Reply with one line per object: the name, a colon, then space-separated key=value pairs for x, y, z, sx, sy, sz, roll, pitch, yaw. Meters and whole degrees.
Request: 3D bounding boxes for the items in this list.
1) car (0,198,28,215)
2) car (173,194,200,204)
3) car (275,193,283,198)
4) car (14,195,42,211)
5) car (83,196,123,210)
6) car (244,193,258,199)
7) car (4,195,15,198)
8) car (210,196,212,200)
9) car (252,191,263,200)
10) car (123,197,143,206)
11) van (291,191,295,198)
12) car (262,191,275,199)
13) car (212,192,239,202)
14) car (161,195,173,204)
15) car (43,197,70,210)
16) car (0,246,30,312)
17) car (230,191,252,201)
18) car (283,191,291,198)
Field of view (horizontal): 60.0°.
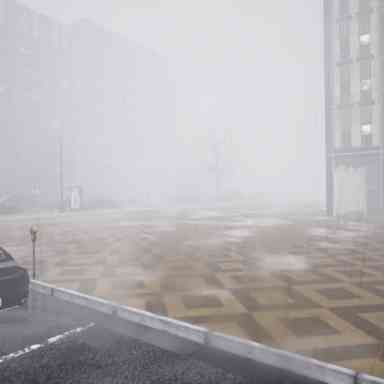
car: x=-16.694 y=1.413 z=28.298 sx=1.802 sy=1.307 sz=4.206 roll=-1 pitch=0 yaw=36
car: x=-0.493 y=1.062 z=50.688 sx=1.967 sy=1.590 sz=4.097 roll=-1 pitch=0 yaw=36
car: x=18.951 y=0.939 z=77.555 sx=2.008 sy=1.369 sz=4.403 roll=-1 pitch=0 yaw=36
car: x=-20.244 y=1.228 z=37.690 sx=2.192 sy=1.841 sz=5.009 roll=-1 pitch=0 yaw=36
car: x=-10.214 y=1.186 z=37.254 sx=1.967 sy=1.590 sz=4.097 roll=-1 pitch=0 yaw=36
car: x=15.405 y=1.041 z=86.947 sx=1.947 sy=1.339 sz=4.313 roll=-1 pitch=0 yaw=36
car: x=-20.654 y=1.385 z=32.699 sx=1.882 sy=1.535 sz=5.008 roll=-1 pitch=0 yaw=37
car: x=5.682 y=1.029 z=73.513 sx=1.967 sy=1.590 sz=4.097 roll=-1 pitch=0 yaw=36
car: x=12.471 y=1.047 z=68.599 sx=1.802 sy=1.307 sz=4.206 roll=-1 pitch=0 yaw=36
car: x=-9.383 y=1.362 z=48.278 sx=1.895 sy=1.301 sz=4.718 roll=-1 pitch=0 yaw=36
van: x=25.431 y=0.655 z=86.511 sx=1.690 sy=1.788 sz=3.998 roll=-1 pitch=0 yaw=36
car: x=15.708 y=0.741 z=73.077 sx=2.192 sy=1.841 sz=5.009 roll=-1 pitch=0 yaw=36
car: x=5.989 y=1.093 z=59.644 sx=2.008 sy=1.369 sz=4.403 roll=-1 pitch=0 yaw=36
car: x=-3.213 y=1.175 z=56.718 sx=2.128 sy=1.511 sz=4.902 roll=-1 pitch=0 yaw=37
car: x=-15.091 y=1.360 z=40.395 sx=1.812 sy=1.442 sz=4.674 roll=-1 pitch=0 yaw=36
car: x=-4.926 y=1.553 z=6.558 sx=4.403 sy=1.369 sz=2.008 roll=0 pitch=-1 yaw=35
car: x=9.230 y=1.048 z=64.122 sx=1.887 sy=1.381 sz=4.507 roll=-1 pitch=0 yaw=36
car: x=22.193 y=0.932 z=82.033 sx=1.802 sy=1.307 sz=4.206 roll=-1 pitch=0 yaw=36
